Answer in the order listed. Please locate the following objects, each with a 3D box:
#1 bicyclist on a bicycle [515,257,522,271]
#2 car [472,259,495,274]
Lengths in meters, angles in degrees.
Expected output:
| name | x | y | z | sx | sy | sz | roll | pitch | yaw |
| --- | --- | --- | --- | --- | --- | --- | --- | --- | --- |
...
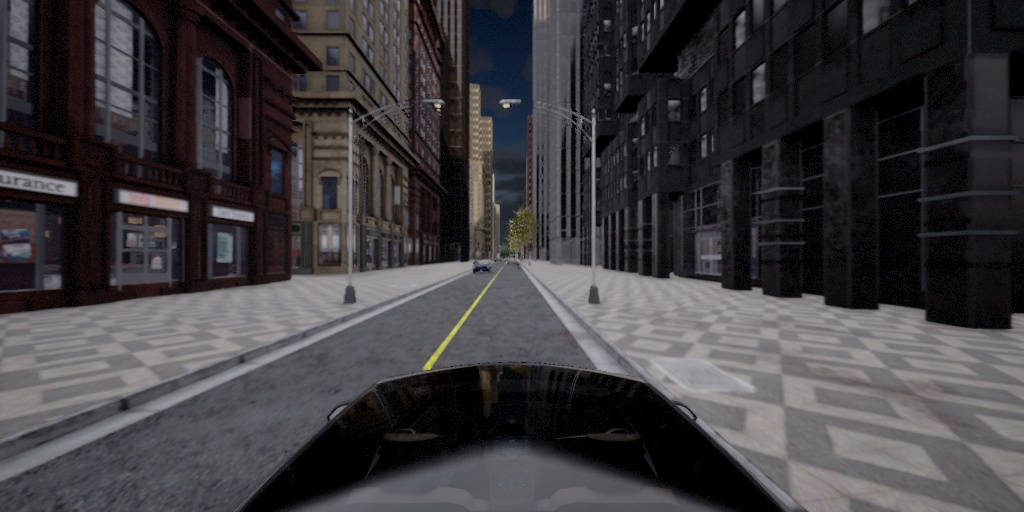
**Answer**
| name | x | y | z | sx | sy | sz | roll | pitch | yaw |
| --- | --- | --- | --- | --- | --- | --- | --- | --- | --- |
| bicyclist on a bicycle | 0.815 | 1.014 | 44.964 | 0.866 | 1.612 | 1.509 | 0 | 0 | 0 |
| car | -3.105 | 1.200 | 38.238 | 1.895 | 1.301 | 4.718 | 0 | 0 | 0 |
